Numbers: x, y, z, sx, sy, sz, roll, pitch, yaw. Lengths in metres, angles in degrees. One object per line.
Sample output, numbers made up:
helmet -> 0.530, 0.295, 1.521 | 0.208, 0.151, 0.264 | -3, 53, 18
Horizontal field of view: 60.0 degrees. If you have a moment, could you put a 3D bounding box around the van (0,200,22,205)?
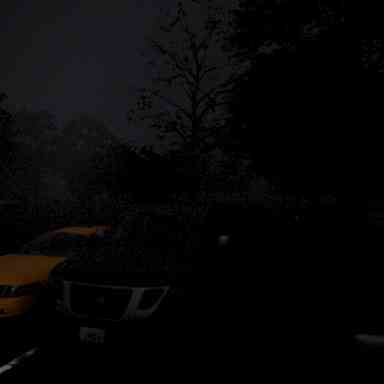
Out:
van -> -7.562, 1.288, 11.563 | 1.878, 1.987, 4.442 | 0, -1, 15

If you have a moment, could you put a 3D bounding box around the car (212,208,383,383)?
car -> 2.069, 1.235, 4.627 | 2.435, 2.045, 5.566 | 0, -1, 15

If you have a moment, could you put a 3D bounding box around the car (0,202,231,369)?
car -> -0.346, 1.242, 6.283 | 2.435, 2.045, 5.566 | 0, -1, 15
